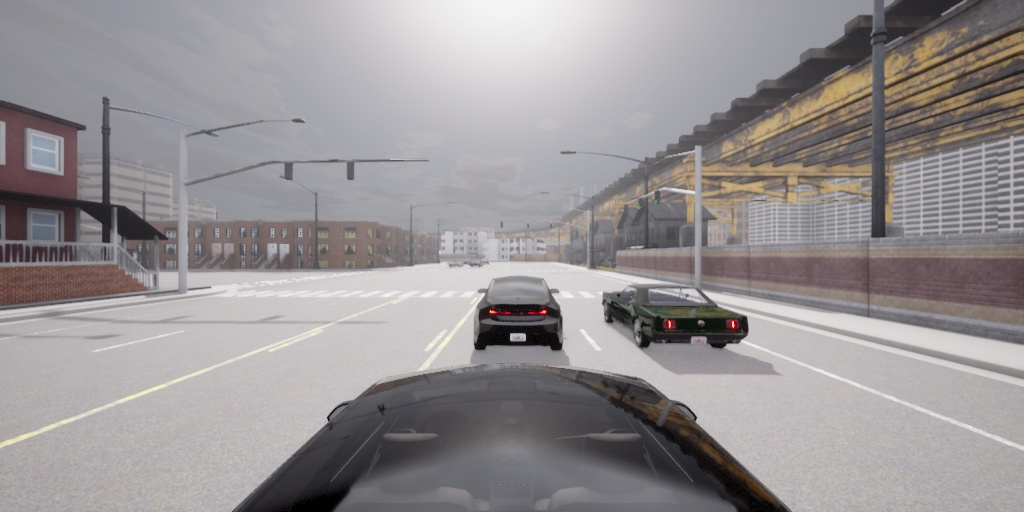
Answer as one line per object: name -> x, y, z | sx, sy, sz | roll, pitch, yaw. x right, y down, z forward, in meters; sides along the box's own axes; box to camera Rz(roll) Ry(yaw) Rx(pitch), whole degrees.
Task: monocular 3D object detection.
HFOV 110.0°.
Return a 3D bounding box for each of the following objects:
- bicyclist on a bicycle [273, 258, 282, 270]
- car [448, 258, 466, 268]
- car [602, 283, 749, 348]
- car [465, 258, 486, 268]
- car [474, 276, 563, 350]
bicyclist on a bicycle -> -30.543, 1.018, 46.686 | 0.582, 1.620, 1.656 | 0, 0, 1
car -> -9.713, 1.306, 61.693 | 1.895, 1.301, 4.718 | 0, 0, 1
car -> 3.667, 1.345, 9.154 | 1.895, 1.301, 4.718 | 0, 0, 1
car -> -6.209, 1.254, 61.933 | 2.033, 1.411, 5.357 | 0, 0, 1
car -> 0.161, 1.250, 9.015 | 1.837, 1.490, 4.892 | 0, 0, 1
